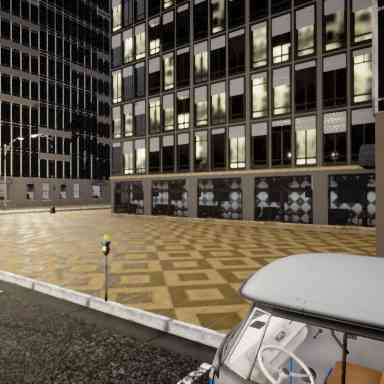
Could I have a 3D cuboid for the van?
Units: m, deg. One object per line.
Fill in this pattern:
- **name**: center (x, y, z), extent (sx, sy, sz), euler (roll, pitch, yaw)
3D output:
- **van**: center (1.900, 1.341, 1.523), extent (3.998, 1.788, 1.690), euler (0, 0, 35)
